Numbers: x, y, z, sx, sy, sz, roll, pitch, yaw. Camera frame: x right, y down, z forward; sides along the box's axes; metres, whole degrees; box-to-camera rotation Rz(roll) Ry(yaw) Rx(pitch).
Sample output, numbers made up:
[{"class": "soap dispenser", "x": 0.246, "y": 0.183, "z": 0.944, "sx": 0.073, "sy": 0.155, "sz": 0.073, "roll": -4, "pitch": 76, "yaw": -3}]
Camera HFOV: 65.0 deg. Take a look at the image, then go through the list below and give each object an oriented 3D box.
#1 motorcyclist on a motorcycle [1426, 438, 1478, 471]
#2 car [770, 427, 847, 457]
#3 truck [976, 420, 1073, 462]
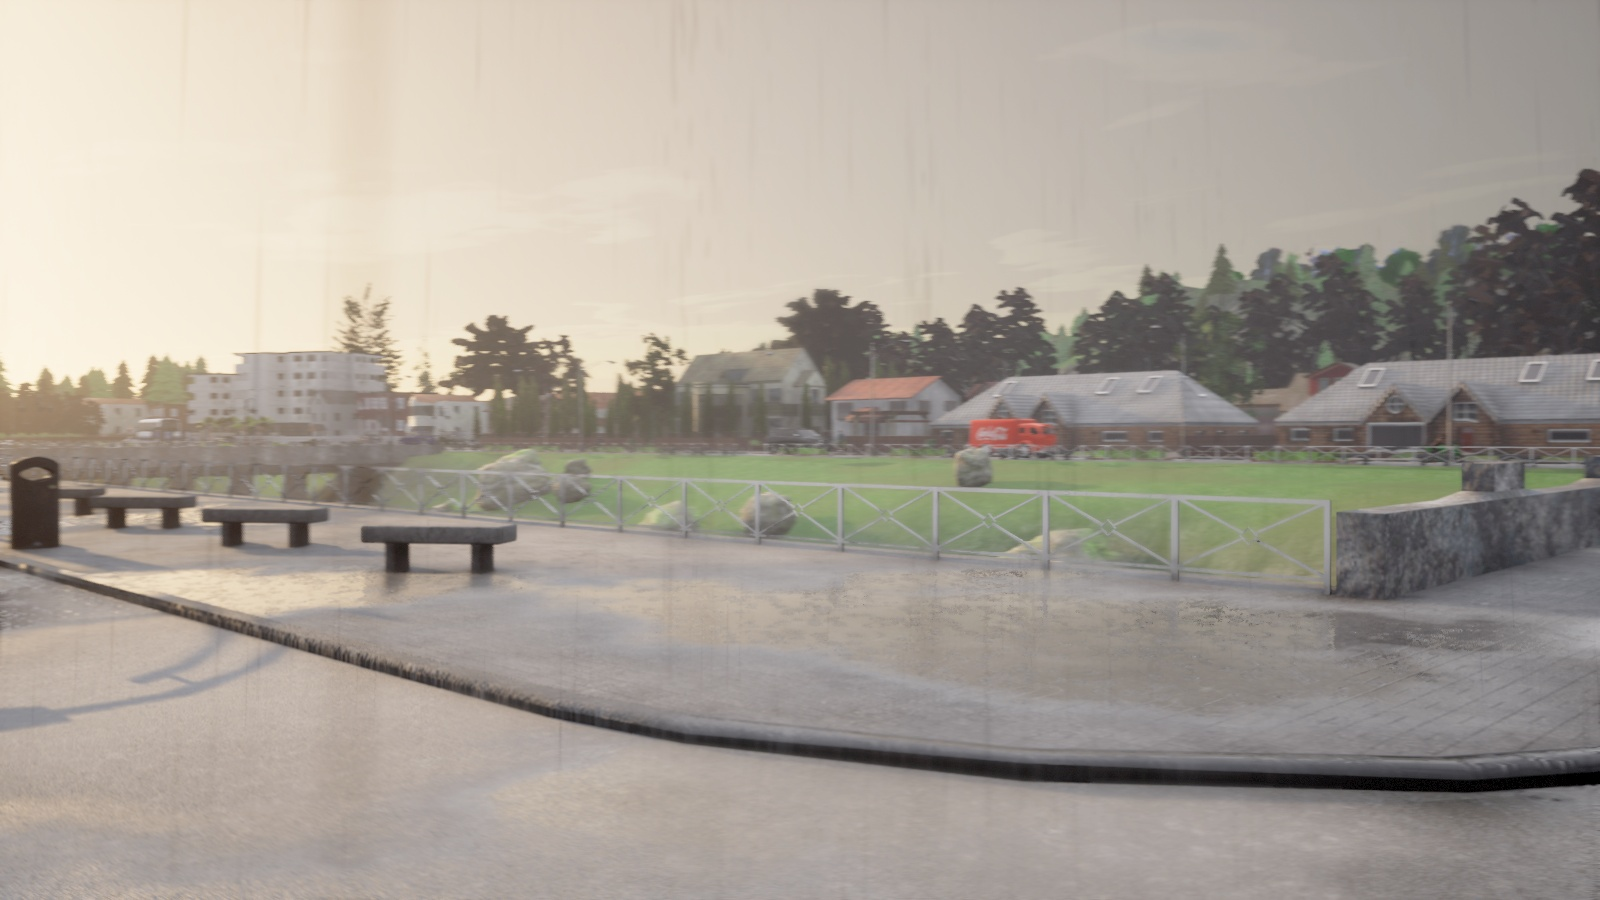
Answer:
[{"class": "motorcyclist on a motorcycle", "x": 30.759, "y": 0.202, "z": 59.257, "sx": 0.797, "sy": 1.523, "sz": 2.044, "roll": 0, "pitch": 1, "yaw": -45}, {"class": "car", "x": 0.573, "y": -0.581, "z": 89.881, "sx": 2.150, "sy": 2.045, "sz": 5.566, "roll": 0, "pitch": 1, "yaw": -45}, {"class": "truck", "x": 13.666, "y": -0.561, "z": 76.595, "sx": 2.627, "sy": 2.467, "sz": 5.204, "roll": 0, "pitch": 1, "yaw": -45}]
